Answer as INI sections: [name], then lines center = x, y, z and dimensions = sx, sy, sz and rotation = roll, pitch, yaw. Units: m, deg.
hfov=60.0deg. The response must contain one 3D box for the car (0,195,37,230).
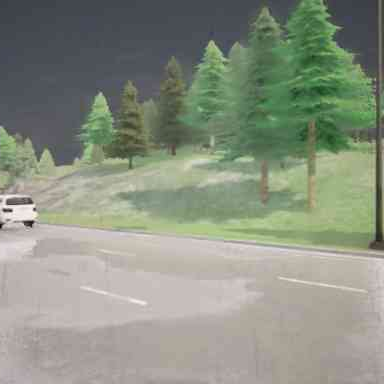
[car]
center = -12.154, 1.224, 21.255
dimensions = 5.566, 2.045, 2.150
rotation = 0, 0, 35
